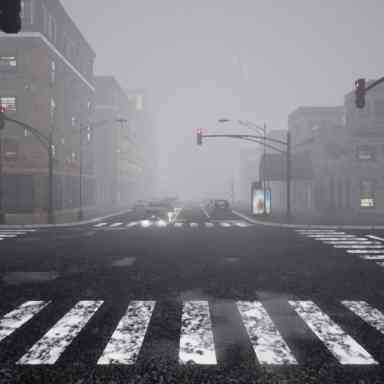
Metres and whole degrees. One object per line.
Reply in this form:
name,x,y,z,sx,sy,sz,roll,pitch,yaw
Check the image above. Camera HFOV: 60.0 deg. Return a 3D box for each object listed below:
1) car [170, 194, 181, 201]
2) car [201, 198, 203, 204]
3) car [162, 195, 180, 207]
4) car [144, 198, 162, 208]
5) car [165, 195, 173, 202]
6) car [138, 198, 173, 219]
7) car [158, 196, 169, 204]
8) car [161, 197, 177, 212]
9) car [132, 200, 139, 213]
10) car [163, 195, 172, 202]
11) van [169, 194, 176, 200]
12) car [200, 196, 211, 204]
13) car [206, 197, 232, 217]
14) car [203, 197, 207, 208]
car,-3.022,1.534,58.691,1.837,1.490,4.892,0,0,1
car,2.714,1.571,48.930,2.008,1.369,4.403,0,0,0
car,-3.063,1.524,48.183,1.837,1.490,4.892,0,0,0
car,-5.667,1.571,48.923,2.008,1.369,4.403,0,0,0
car,-5.647,1.592,82.932,1.752,1.417,4.829,-1,0,0
car,-3.084,1.552,28.999,2.033,1.411,5.357,0,0,0
car,-5.657,1.565,65.843,1.752,1.417,4.829,0,0,0
car,-3.073,1.575,38.559,1.994,1.385,4.181,0,0,0
car,-5.674,1.561,37.529,2.008,1.369,4.403,0,0,0
car,-5.652,1.497,77.405,1.967,1.590,4.097,0,0,0
van,-5.642,1.430,94.496,1.690,1.788,3.998,-1,0,0
car,2.724,1.591,66.020,2.008,1.369,4.403,-1,0,0
car,2.703,1.446,31.839,1.967,1.590,4.097,0,0,0
car,2.710,1.597,43.233,1.802,1.307,4.206,0,0,0
